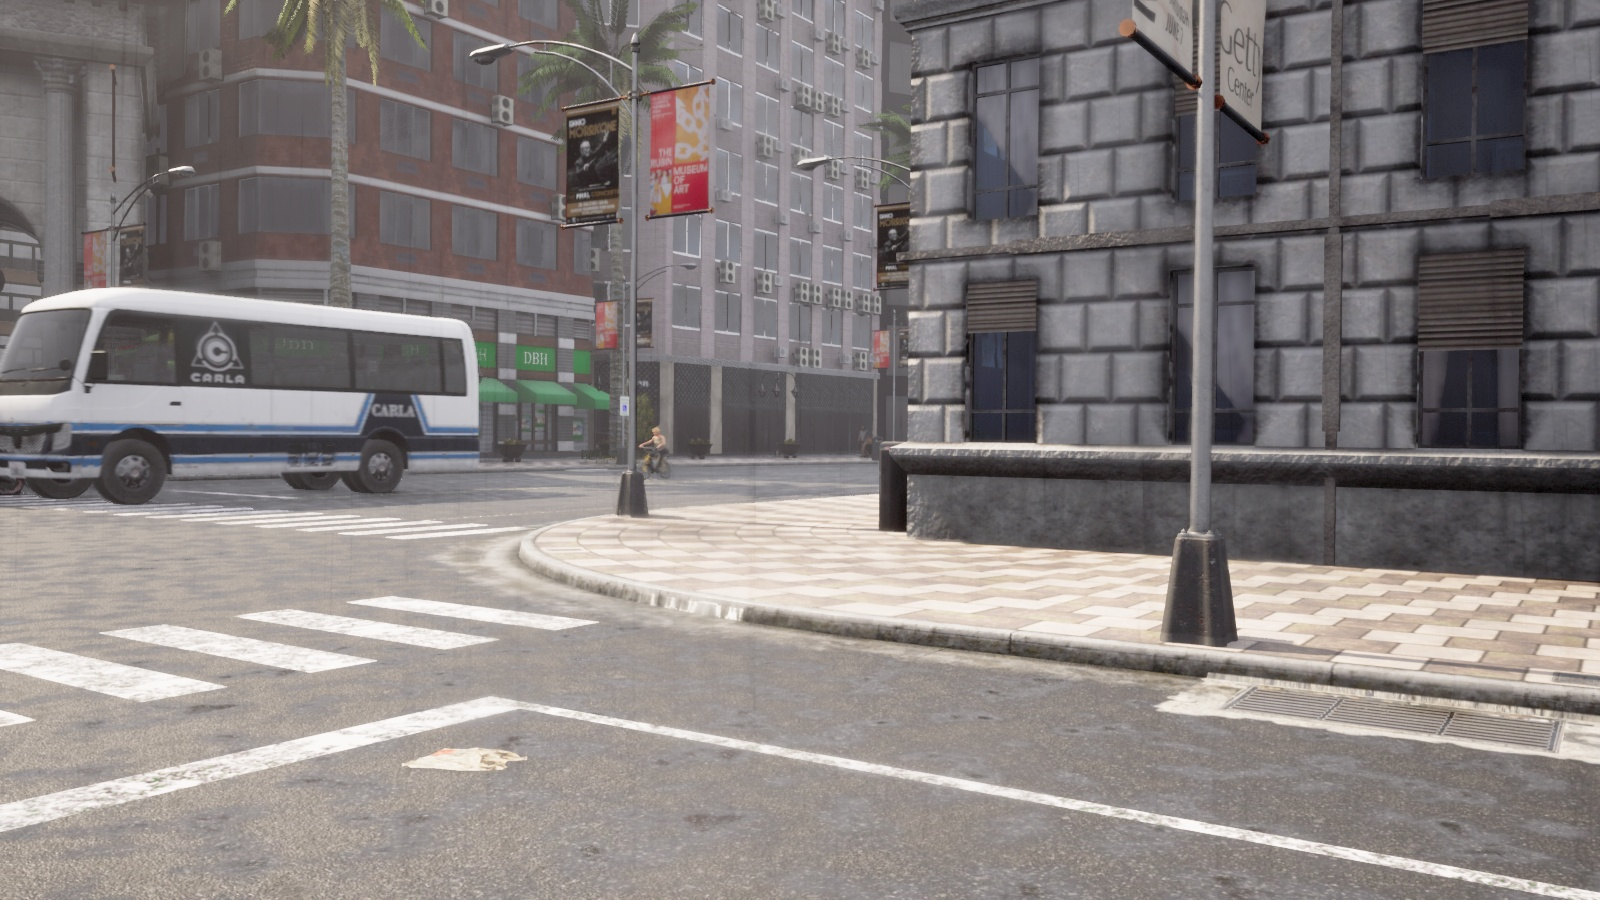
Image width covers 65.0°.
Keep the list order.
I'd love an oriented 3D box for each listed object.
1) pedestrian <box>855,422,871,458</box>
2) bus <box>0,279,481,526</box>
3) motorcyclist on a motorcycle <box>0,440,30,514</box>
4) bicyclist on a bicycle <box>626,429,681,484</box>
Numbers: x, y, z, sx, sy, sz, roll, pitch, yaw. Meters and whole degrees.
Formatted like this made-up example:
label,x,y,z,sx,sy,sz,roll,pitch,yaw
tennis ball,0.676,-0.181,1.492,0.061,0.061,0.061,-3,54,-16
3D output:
label,x,y,z,sx,sy,sz,roll,pitch,yaw
pedestrian,3.292,-0.537,65.604,0.540,1.848,0.694,0,1,44
bus,-12.207,-0.904,27.023,3.944,4.253,10.273,0,1,34
motorcyclist on a motorcycle,-17.233,0.570,25.840,0.866,1.530,2.191,0,1,34
bicyclist on a bicycle,-4.481,0.184,38.439,0.866,1.612,1.509,0,1,34
